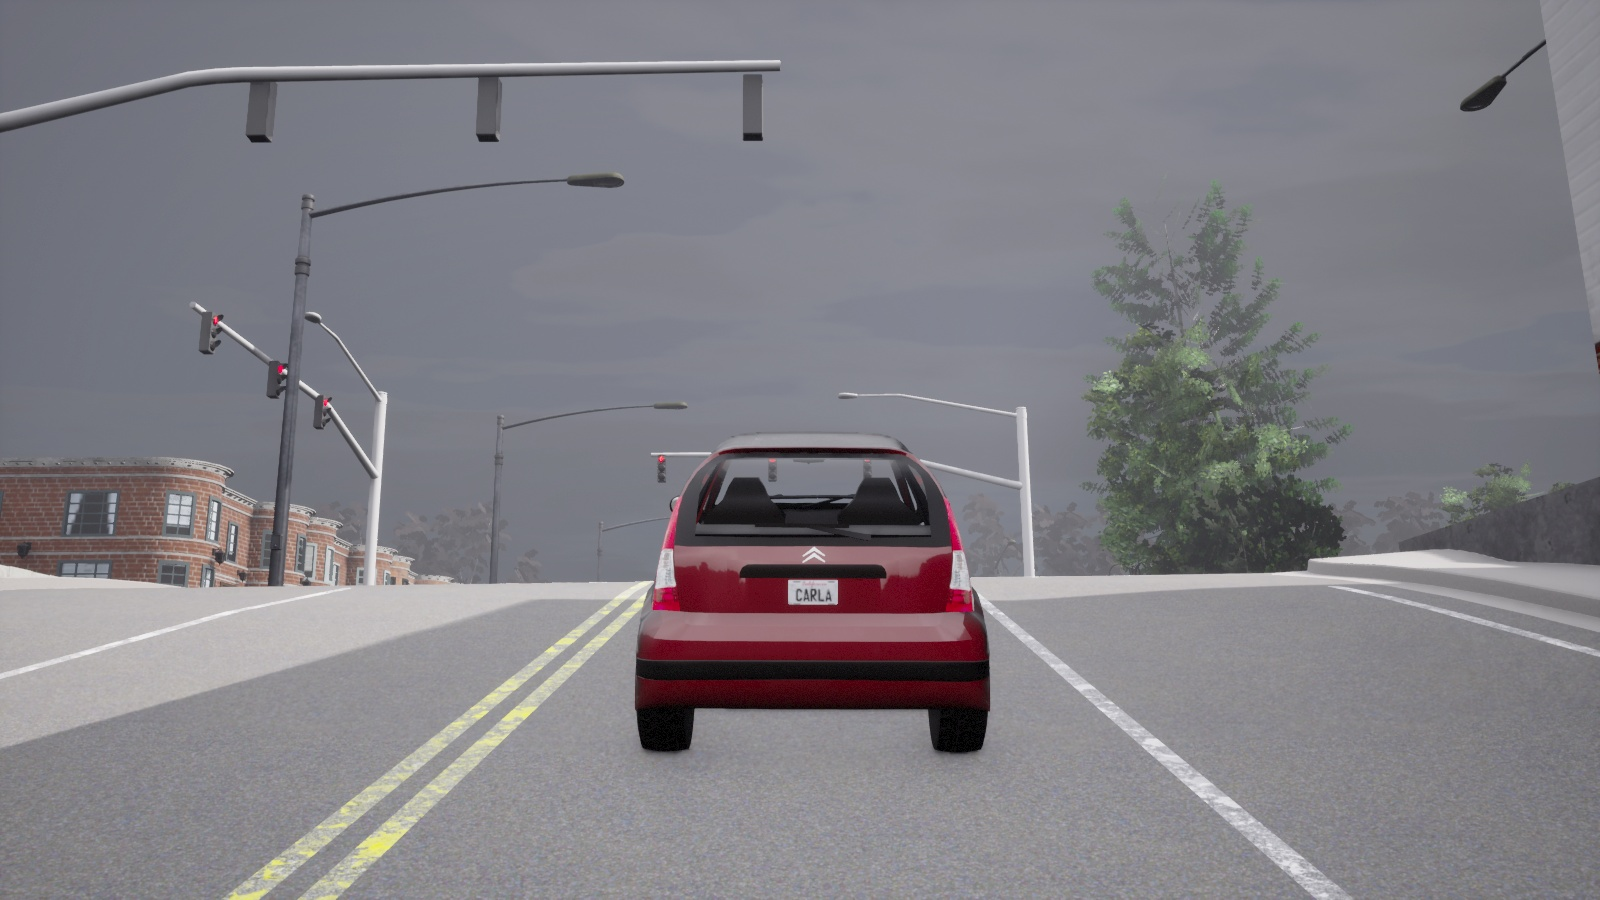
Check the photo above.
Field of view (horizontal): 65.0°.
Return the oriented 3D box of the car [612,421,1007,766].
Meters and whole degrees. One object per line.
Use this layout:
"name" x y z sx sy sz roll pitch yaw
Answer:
"car" 0.049 0.677 7.903 1.851 1.617 3.988 0 0 0
